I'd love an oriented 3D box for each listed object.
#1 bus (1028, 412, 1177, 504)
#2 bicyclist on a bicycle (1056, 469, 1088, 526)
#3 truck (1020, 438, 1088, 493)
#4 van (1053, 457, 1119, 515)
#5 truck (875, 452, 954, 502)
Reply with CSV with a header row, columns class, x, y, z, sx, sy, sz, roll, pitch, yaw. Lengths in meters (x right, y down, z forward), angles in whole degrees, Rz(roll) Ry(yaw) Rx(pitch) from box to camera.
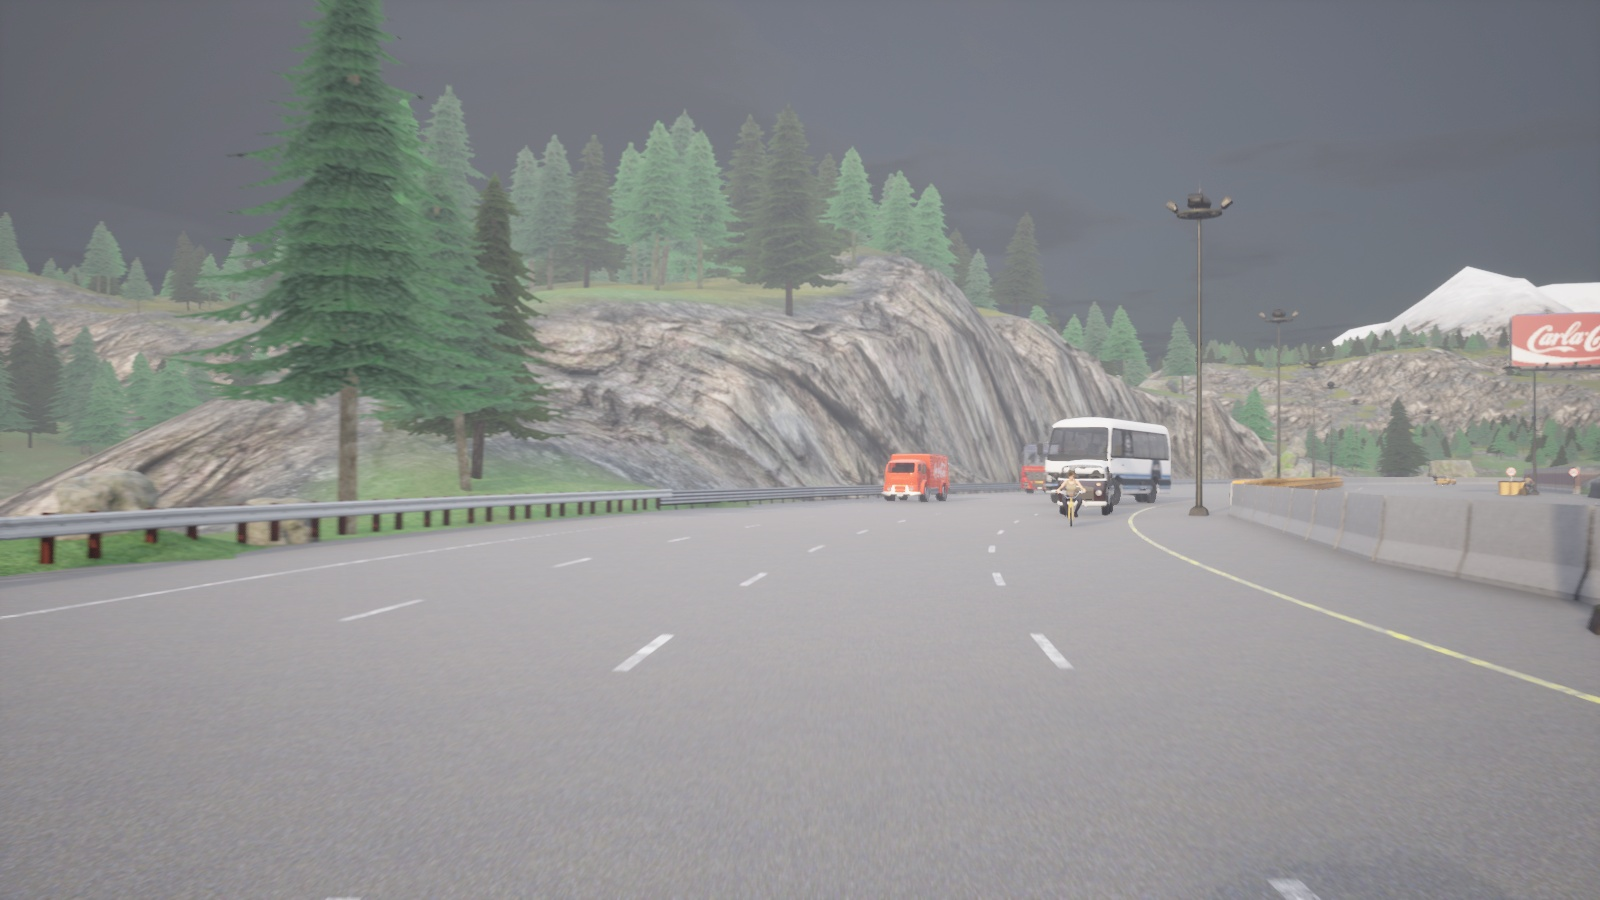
class,x,y,z,sx,sy,sz,roll,pitch,yaw
bus,15.403,0.467,63.165,3.944,4.253,10.273,0,-1,34
bicyclist on a bicycle,7.851,1.343,36.240,0.866,1.612,1.509,0,-1,13
truck,18.750,1.161,92.364,2.891,3.827,8.468,-1,-1,26
van,10.790,1.301,47.180,2.069,2.038,4.480,0,0,17
truck,5.988,1.403,65.041,2.627,2.467,5.204,-1,-1,22
